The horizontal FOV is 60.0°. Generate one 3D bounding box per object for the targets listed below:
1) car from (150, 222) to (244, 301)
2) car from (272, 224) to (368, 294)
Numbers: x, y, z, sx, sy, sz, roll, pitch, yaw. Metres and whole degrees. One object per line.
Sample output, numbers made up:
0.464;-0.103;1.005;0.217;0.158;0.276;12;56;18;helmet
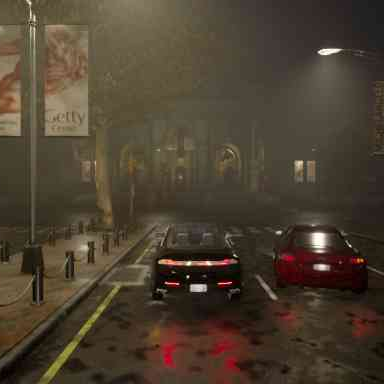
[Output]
0.077;1.492;8.327;2.128;1.511;4.902;0;0;-1;car
3.248;1.564;8.981;1.994;1.385;4.181;0;0;14;car
